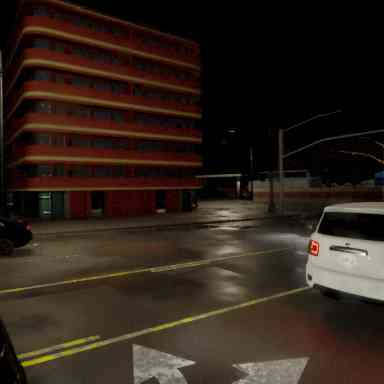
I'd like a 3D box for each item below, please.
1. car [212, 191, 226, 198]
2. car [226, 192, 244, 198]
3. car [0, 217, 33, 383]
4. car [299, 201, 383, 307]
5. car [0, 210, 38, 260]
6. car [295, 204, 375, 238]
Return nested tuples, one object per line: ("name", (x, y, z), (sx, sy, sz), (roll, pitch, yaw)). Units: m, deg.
("car", (7.458, 0.671, 89.341), (4.611, 1.667, 2.242), (-1, 1, -35))
("car", (11.424, 0.817, 85.115), (3.806, 1.475, 1.970), (-1, 1, -35))
("car", (-3.642, 1.222, 1.155), (5.566, 2.045, 2.150), (0, 0, -35))
("car", (4.802, 1.217, 7.151), (5.566, 2.045, 2.150), (0, 0, -35))
("car", (-8.034, 1.491, 11.155), (4.902, 1.511, 2.128), (0, 0, -35))
("car", (7.853, 1.485, 18.072), (4.674, 1.442, 1.812), (0, 0, -35))
